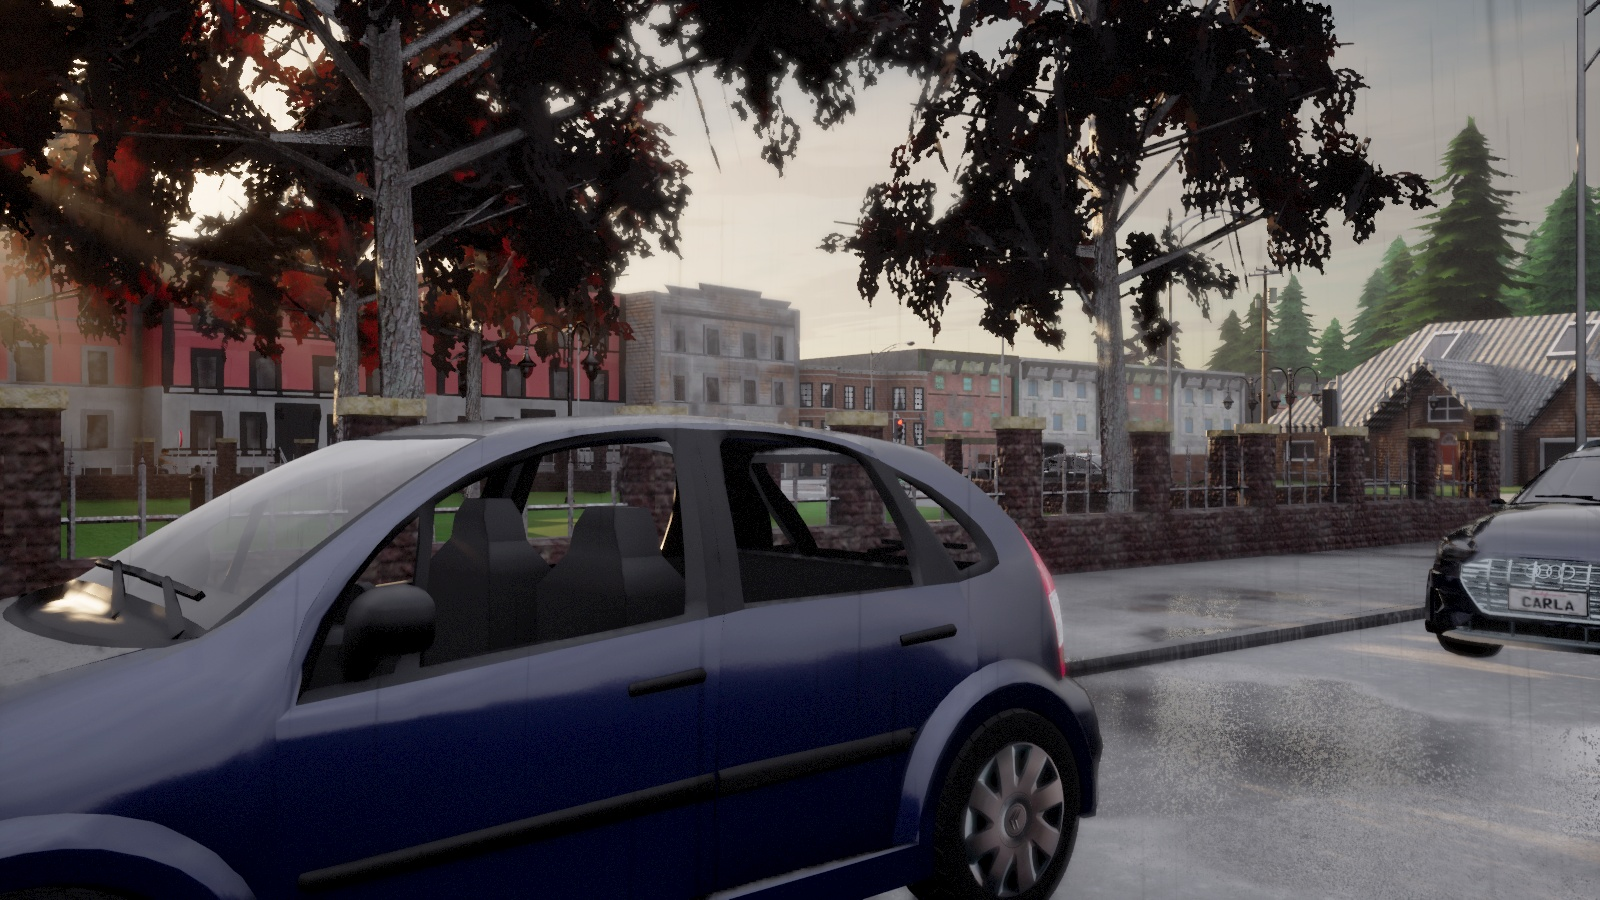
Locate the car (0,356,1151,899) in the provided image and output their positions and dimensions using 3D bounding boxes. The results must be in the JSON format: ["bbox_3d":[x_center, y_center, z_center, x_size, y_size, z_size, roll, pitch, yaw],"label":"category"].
[{"bbox_3d":[-0.932,0.654,3.663,3.988,1.617,1.851,0,0,-40],"label":"car"}]

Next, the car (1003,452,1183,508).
[{"bbox_3d":[8.322,0.820,36.042,1.837,1.490,4.892,0,0,-40],"label":"car"}]

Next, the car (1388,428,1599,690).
[{"bbox_3d":[6.666,0.684,9.715,4.856,1.649,2.033,0,0,-41],"label":"car"}]

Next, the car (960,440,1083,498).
[{"bbox_3d":[7.544,0.630,43.000,1.905,1.878,3.866,0,0,-38],"label":"car"}]
